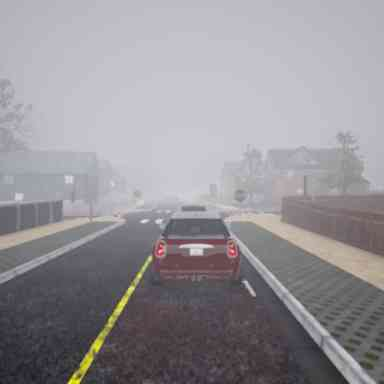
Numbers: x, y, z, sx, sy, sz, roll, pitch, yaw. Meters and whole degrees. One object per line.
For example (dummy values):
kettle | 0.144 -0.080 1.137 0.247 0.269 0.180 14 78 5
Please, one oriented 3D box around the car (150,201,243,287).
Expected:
car | 0.096 1.308 9.370 2.097 1.767 4.553 0 0 0

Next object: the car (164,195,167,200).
car | -5.863 1.449 84.424 1.812 1.442 4.674 0 -1 -13

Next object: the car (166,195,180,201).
car | -3.977 1.492 74.933 1.994 1.385 4.181 0 0 -10
